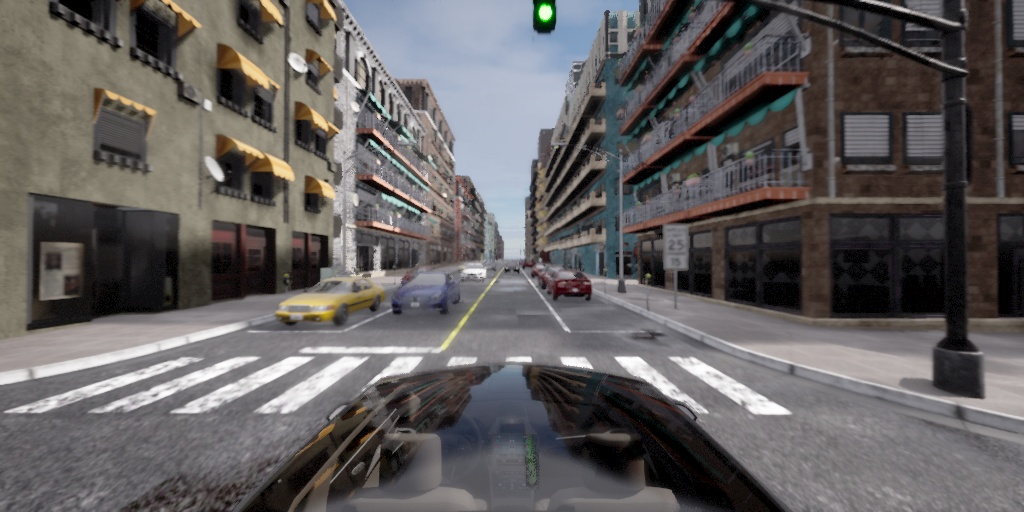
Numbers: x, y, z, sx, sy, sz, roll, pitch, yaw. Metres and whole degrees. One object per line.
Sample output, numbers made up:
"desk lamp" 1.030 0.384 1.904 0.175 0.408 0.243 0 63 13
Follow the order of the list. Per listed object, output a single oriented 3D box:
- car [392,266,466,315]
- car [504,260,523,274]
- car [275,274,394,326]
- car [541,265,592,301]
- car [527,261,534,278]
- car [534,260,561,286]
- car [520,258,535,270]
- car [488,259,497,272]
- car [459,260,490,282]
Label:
"car" -3.099 1.300 13.775 1.812 1.442 4.674 0 0 0
"car" -0.001 1.434 43.429 1.895 1.301 4.718 0 0 0
"car" -5.690 1.296 11.874 1.751 1.417 4.829 0 0 0
"car" 2.690 1.326 17.554 1.888 1.381 4.507 0 0 0
"car" 2.689 1.396 34.124 1.802 1.307 4.207 0 0 0
"car" 2.690 1.231 23.078 1.967 1.591 4.097 0 0 0
"car" 2.689 1.175 56.219 2.192 1.841 5.009 0 0 0
"car" -3.003 1.375 47.996 2.128 1.511 4.902 0 0 0
"car" -3.095 1.331 30.007 1.812 1.442 4.674 0 0 0
